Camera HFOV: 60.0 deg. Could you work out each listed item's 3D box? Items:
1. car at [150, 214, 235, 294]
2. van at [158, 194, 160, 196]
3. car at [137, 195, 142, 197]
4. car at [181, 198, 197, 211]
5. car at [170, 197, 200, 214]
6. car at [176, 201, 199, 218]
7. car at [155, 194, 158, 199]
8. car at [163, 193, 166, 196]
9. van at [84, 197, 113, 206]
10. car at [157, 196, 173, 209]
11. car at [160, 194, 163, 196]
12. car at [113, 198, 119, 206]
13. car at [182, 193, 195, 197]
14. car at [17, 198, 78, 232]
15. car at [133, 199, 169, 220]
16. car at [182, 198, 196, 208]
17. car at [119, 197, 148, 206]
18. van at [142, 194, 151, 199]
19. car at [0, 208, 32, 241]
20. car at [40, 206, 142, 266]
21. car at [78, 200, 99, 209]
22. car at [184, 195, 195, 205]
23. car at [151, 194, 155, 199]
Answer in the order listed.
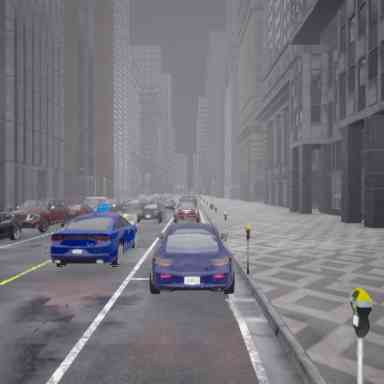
[{"bbox_3d":[0.003,1.525,8.651,1.812,1.442,4.674,0,0,0],"label":"car"},{"bbox_3d":[-8.911,1.345,76.073,1.690,1.788,3.998,0,0,0],"label":"van"},{"bbox_3d":[-8.911,1.439,47.891,1.967,1.590,4.097,0,0,0],"label":"car"},{"bbox_3d":[-0.385,1.543,42.263,1.887,1.381,4.507,0,0,0],"label":"car"},{"bbox_3d":[-0.386,1.439,25.353,1.967,1.590,4.097,0,0,0],"label":"car"},{"bbox_3d":[-0.385,1.565,30.990,1.947,1.339,4.313,0,0,0],"label":"car"},{"bbox_3d":[-8.911,1.552,70.437,2.008,1.369,4.403,0,0,0],"label":"car"},{"bbox_3d":[-8.912,1.324,87.347,2.192,1.841,5.009,0,0,0],"label":"car"},{"bbox_3d":[-8.911,1.340,30.980,1.690,1.788,3.998,0,0,0],"label":"van"},{"bbox_3d":[-3.059,1.562,42.858,1.994,1.385,4.181,0,0,0],"label":"car"},{"bbox_3d":[-8.911,1.446,81.710,1.967,1.590,4.097,0,0,0],"label":"car"},{"bbox_3d":[-8.911,1.439,36.617,1.967,1.590,4.097,0,0,0],"label":"car"},{"bbox_3d":[-0.386,1.314,36.627,2.192,1.841,5.009,0,0,0],"label":"car"},{"bbox_3d":[-8.911,1.314,19.706,2.192,1.841,5.009,0,0,0],"label":"car"},{"bbox_3d":[-3.069,1.524,25.619,1.812,1.442,4.674,0,0,0],"label":"car"},{"bbox_3d":[-0.385,1.564,47.899,1.947,1.339,4.313,0,0,0],"label":"car"},{"bbox_3d":[-6.233,1.524,35.839,1.812,1.442,4.674,0,0,0],"label":"car"},{"bbox_3d":[-8.911,1.340,59.164,1.690,1.788,3.998,0,0,0],"label":"van"},{"bbox_3d":[-8.910,1.565,14.070,1.947,1.339,4.313,0,0,0],"label":"car"},{"bbox_3d":[-3.146,1.477,11.594,1.882,1.535,5.008,0,0,0],"label":"car"},{"bbox_3d":[-8.910,1.544,25.344,1.887,1.381,4.507,0,0,0],"label":"car"},{"bbox_3d":[-0.386,1.439,59.171,1.967,1.590,4.097,0,0,0],"label":"car"},{"bbox_3d":[-8.911,1.525,64.631,1.752,1.417,4.829,0,0,0],"label":"car"}]
